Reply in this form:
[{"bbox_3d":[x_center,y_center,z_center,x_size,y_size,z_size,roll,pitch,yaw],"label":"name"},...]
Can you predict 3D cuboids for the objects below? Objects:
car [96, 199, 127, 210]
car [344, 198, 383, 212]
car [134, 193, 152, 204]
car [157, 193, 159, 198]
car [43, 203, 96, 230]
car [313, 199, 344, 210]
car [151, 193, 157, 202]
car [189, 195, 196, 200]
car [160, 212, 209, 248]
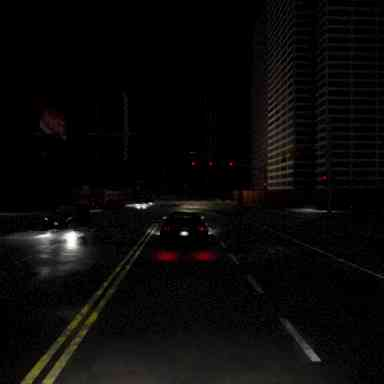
[{"bbox_3d":[-10.806,1.594,43.739,1.895,1.301,4.718,0,0,30],"label":"car"},{"bbox_3d":[20.965,1.486,38.751,4.902,1.511,2.128,0,0,-2],"label":"car"},{"bbox_3d":[-9.154,1.482,61.204,2.128,1.511,4.902,0,0,-2],"label":"car"},{"bbox_3d":[-10.053,1.197,88.657,2.150,2.045,5.566,0,0,-2],"label":"car"},{"bbox_3d":[-7.775,1.522,21.147,1.812,1.442,4.674,0,0,-2],"label":"car"},{"bbox_3d":[18.310,1.541,42.149,5.357,1.411,2.033,0,0,-2],"label":"car"},{"bbox_3d":[-9.519,1.514,73.440,2.128,1.511,4.902,0,0,-2],"label":"car"},{"bbox_3d":[0.243,1.511,94.643,2.128,1.511,4.902,0,0,-2],"label":"car"},{"bbox_3d":[-0.362,1.562,14.744,1.994,1.385,4.181,0,0,-2],"label":"car"}]
